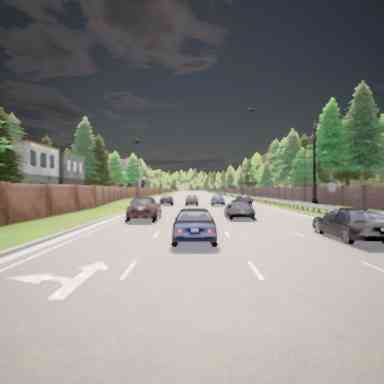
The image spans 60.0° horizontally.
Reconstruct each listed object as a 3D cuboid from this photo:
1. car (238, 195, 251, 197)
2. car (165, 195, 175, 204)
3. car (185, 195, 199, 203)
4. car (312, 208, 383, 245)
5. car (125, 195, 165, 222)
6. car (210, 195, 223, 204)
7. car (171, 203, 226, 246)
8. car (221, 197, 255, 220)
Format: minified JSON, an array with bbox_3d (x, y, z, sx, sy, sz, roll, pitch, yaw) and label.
[{"bbox_3d":[6.993,1.077,44.957,2.128,1.511,4.902,0,1,0],"label":"car"},{"bbox_3d":[-3.500,1.099,46.072,1.812,1.442,4.674,0,1,0],"label":"car"},{"bbox_3d":[-0.010,1.135,44.581,2.033,1.411,5.357,0,1,0],"label":"car"},{"bbox_3d":[7.096,1.410,14.754,2.033,1.411,5.357,0,0,0],"label":"car"},{"bbox_3d":[-3.406,1.129,24.107,2.097,1.767,4.553,0,1,0],"label":"car"},{"bbox_3d":[3.495,1.129,45.245,2.033,1.411,5.357,0,1,0],"label":"car"},{"bbox_3d":[0.097,1.411,14.584,2.033,1.411,5.357,0,0,0],"label":"car"},{"bbox_3d":[3.594,1.326,25.587,1.994,1.385,4.181,0,0,0],"label":"car"}]
